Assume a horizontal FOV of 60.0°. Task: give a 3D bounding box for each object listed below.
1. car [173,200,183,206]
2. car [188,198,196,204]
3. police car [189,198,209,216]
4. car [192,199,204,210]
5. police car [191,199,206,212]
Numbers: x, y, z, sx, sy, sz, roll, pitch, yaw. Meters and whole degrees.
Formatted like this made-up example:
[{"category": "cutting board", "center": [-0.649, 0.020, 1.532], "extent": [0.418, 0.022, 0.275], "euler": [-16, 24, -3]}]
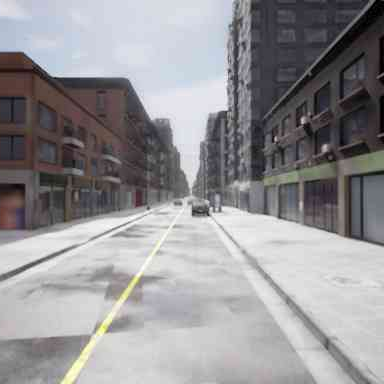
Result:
[{"category": "car", "center": [-3.006, 2.320, 71.765], "extent": [1.895, 1.301, 4.718], "euler": [0, -1, 0]}, {"category": "car", "center": [-0.007, 2.292, 87.321], "extent": [2.128, 1.511, 4.902], "euler": [0, -1, 0]}, {"category": "police car", "center": [0.897, 1.793, 37.239], "extent": [1.930, 1.638, 5.238], "euler": [0, -1, 0]}, {"category": "car", "center": [0.895, 1.990, 53.318], "extent": [1.801, 1.575, 5.366], "euler": [0, -1, 0]}, {"category": "police car", "center": [0.896, 1.897, 47.239], "extent": [1.930, 1.638, 5.238], "euler": [0, -1, 0]}]
